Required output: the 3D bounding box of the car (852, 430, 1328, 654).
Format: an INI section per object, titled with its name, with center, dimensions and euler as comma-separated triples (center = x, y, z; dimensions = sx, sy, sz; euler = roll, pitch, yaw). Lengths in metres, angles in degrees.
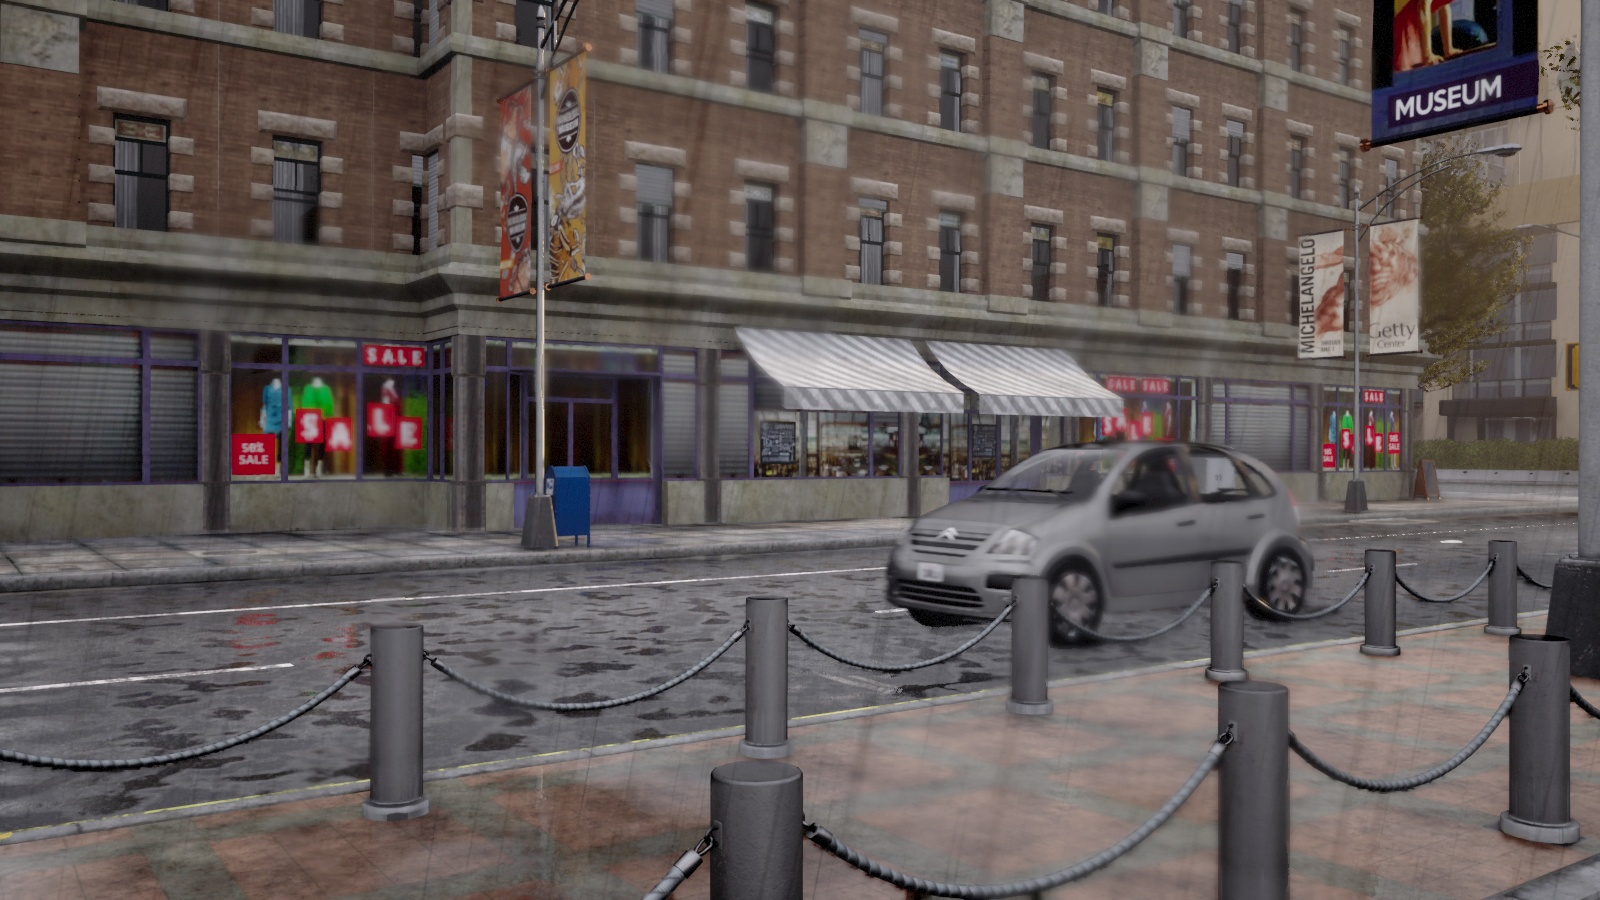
[car]
center = 2.601, 0.664, 10.951
dimensions = 3.988, 1.617, 1.851
euler = 0, 0, -35
